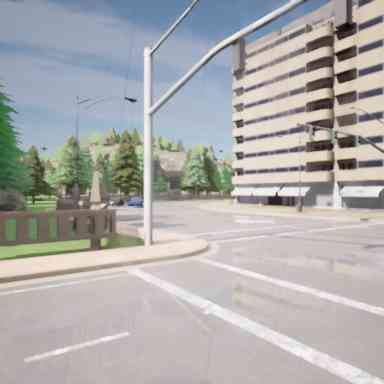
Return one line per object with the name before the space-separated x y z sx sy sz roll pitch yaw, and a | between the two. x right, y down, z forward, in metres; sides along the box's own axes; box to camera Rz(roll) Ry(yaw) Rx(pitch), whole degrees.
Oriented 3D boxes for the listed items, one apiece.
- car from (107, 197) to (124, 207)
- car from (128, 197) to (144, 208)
car | -11.464 1.446 49.628 2.128 1.511 4.902 0 0 0
car | -7.863 1.433 47.161 1.882 1.535 5.008 0 0 -4
